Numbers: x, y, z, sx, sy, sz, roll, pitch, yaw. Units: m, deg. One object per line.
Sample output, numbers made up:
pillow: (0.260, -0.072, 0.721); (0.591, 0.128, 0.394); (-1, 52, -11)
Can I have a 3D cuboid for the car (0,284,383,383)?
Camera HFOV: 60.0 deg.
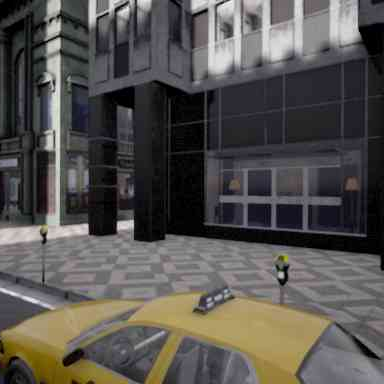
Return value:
car: (-0.021, 1.522, 2.979); (4.829, 1.417, 1.752); (0, 0, 36)
